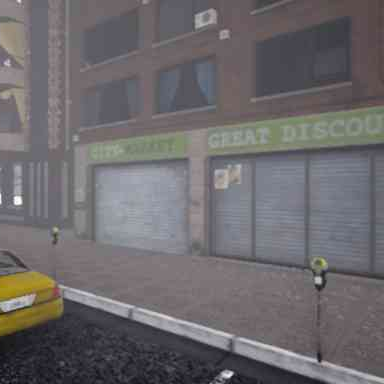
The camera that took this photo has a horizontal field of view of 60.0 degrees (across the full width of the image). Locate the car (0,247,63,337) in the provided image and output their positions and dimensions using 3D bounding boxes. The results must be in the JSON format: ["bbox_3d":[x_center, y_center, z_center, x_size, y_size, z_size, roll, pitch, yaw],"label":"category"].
[{"bbox_3d":[-4.264,1.476,5.916,4.829,1.417,1.752,1,0,35],"label":"car"}]
